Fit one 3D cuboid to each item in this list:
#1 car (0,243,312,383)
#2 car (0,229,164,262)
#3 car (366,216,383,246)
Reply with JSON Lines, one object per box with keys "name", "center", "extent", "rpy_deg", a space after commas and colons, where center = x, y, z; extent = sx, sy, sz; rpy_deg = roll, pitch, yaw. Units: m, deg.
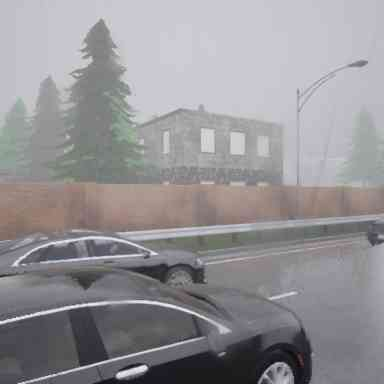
{"name": "car", "center": [-0.942, 1.507, 3.097], "extent": [4.892, 1.490, 1.837], "rpy_deg": [-1, 0, -33]}
{"name": "car", "center": [-1.973, 1.493, 6.601], "extent": [4.902, 1.511, 2.128], "rpy_deg": [0, 0, -33]}
{"name": "car", "center": [9.118, 1.525, 13.815], "extent": [4.674, 1.442, 1.812], "rpy_deg": [0, 0, -33]}
